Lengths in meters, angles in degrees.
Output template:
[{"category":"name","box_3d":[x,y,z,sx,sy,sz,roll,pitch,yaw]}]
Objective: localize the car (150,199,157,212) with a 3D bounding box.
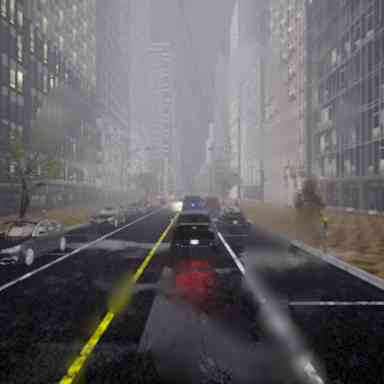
[{"category":"car","box_3d":[-5.722,1.599,39.790,1.967,1.590,4.097,-1,0,0]}]

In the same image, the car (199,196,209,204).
[{"category":"car","box_3d":[2.639,1.732,73.897,1.967,1.590,4.097,-1,0,0]}]

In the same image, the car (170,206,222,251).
[{"category":"car","box_3d":[0.089,1.563,14.419,1.837,1.490,4.892,0,0,0]}]

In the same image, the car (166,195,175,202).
[{"category":"car","box_3d":[-5.752,1.671,90.943,2.192,1.841,5.009,-1,0,0]}]

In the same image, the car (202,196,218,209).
[{"category":"car","box_3d":[2.651,1.519,51.163,2.192,1.841,5.009,-1,0,0]}]

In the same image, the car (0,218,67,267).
[{"category":"car","box_3d":[-5.706,1.597,11.372,2.008,1.369,4.403,-1,0,0]}]

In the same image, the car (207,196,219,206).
[{"category":"car","box_3d":[2.654,1.497,45.479,2.192,1.841,5.009,-1,0,0]}]

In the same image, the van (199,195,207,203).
[{"category":"van","box_3d":[2.635,1.654,79.580,1.690,1.788,3.998,-1,0,0]}]

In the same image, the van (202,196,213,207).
[{"category":"van","box_3d":[2.648,1.568,56.846,1.690,1.788,3.998,-1,0,0]}]

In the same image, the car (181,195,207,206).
[{"category":"car","box_3d":[0.080,1.360,34.476,2.150,2.045,5.566,0,0,0]}]

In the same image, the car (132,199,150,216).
[{"category":"car","box_3d":[-5.718,1.718,34.106,1.802,1.307,4.206,-1,0,0]}]

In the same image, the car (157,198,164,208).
[{"category":"car","box_3d":[-5.727,1.729,50.987,1.752,1.417,4.829,-1,0,0]}]

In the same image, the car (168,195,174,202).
[{"category":"car","box_3d":[-5.740,1.842,73.892,2.008,1.369,4.403,-1,0,0]}]

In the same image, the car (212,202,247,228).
[{"category":"car","box_3d":[2.669,1.643,22.743,2.008,1.369,4.403,-1,0,0]}]

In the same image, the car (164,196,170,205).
[{"category":"car","box_3d":[-5.734,1.814,62.524,1.947,1.339,4.313,-1,0,0]}]

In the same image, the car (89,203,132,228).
[{"category":"car","box_3d":[-5.712,1.642,22.739,2.008,1.369,4.403,-1,0,0]}]
